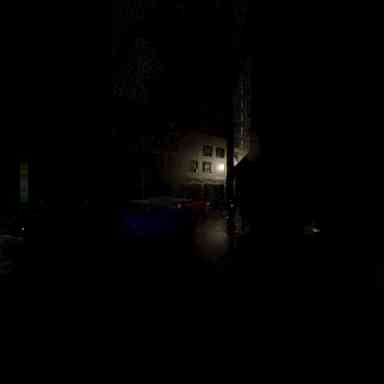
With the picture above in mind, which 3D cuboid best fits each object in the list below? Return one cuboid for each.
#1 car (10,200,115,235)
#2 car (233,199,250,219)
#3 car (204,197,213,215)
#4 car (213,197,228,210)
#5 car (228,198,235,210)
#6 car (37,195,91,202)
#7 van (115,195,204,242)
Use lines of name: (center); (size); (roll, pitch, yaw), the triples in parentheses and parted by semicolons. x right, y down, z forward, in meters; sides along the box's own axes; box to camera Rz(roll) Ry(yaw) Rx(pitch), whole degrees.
car: (-6.592, 1.383, 18.237); (2.033, 1.411, 5.357); (0, 1, 36)
car: (5.151, 1.280, 24.585); (2.008, 1.369, 4.403); (1, 1, 36)
car: (-0.607, 1.062, 26.618); (2.097, 1.767, 4.553); (0, 1, 36)
car: (1.474, 1.167, 34.105); (1.947, 1.339, 4.313); (1, 2, 36)
car: (5.396, 1.074, 35.010); (2.128, 1.511, 4.902); (0, 1, 36)
car: (-8.304, 1.123, 20.406); (2.192, 1.841, 5.009); (1, 1, 36)
van: (-1.366, 1.208, 15.453); (1.690, 1.788, 3.998); (1, 1, 36)
